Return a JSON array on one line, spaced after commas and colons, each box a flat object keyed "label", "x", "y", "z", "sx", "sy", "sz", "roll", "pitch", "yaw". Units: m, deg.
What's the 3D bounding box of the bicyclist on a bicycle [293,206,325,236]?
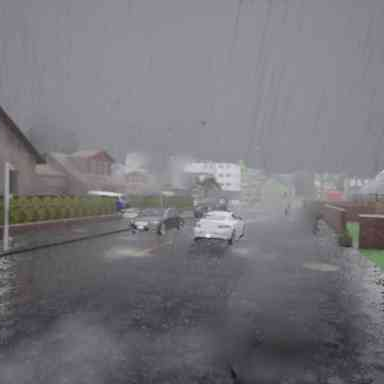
[{"label": "bicyclist on a bicycle", "x": 6.384, "y": 1.596, "z": 18.151, "sx": 1.656, "sy": 1.620, "sz": 0.582, "roll": 1, "pitch": -1, "yaw": 17}]

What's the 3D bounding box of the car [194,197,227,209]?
[{"label": "car", "x": 1.900, "y": 1.488, "z": 31.939, "sx": 2.150, "sy": 2.045, "sz": 5.566, "roll": 1, "pitch": -1, "yaw": 18}]

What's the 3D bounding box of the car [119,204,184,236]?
[{"label": "car", "x": -1.951, "y": 1.602, "z": 19.617, "sx": 2.128, "sy": 1.511, "sz": 4.902, "roll": 1, "pitch": 0, "yaw": 17}]

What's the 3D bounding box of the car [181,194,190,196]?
[{"label": "car", "x": -1.993, "y": 1.467, "z": 72.445, "sx": 3.866, "sy": 1.878, "sz": 1.905, "roll": 1, "pitch": -1, "yaw": -38}]

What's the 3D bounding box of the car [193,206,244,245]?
[{"label": "car", "x": 1.427, "y": 1.674, "z": 16.598, "sx": 1.812, "sy": 1.442, "sz": 4.674, "roll": 1, "pitch": 0, "yaw": 18}]
